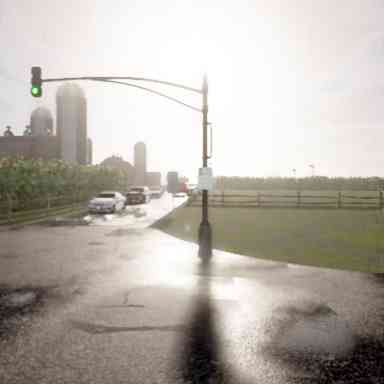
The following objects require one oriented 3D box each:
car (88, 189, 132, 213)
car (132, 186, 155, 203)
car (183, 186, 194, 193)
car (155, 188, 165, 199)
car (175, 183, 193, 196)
[{"bbox_3d":[-6.274,0.721,25.169,1.812,1.442,4.674,0,2,4],"label":"car"},{"bbox_3d":[-5.593,0.227,34.962,2.097,1.767,4.553,0,2,4],"label":"car"},{"bbox_3d":[-0.654,-0.485,65.129,1.895,1.301,4.718,0,2,4],"label":"car"},{"bbox_3d":[-4.868,0.095,45.119,2.033,1.411,5.357,0,2,4],"label":"car"},{"bbox_3d":[-1.426,-0.469,52.348,2.150,2.045,5.566,0,1,4],"label":"car"}]
